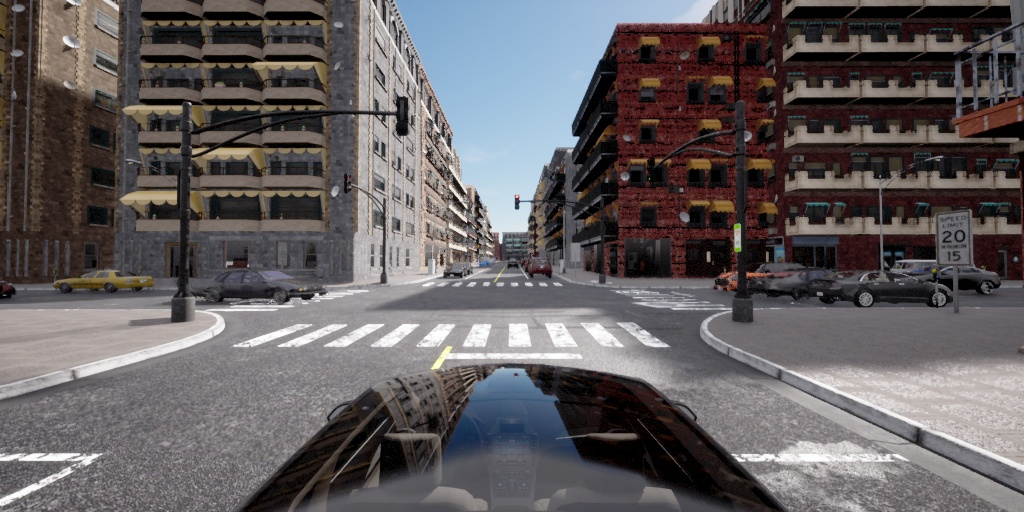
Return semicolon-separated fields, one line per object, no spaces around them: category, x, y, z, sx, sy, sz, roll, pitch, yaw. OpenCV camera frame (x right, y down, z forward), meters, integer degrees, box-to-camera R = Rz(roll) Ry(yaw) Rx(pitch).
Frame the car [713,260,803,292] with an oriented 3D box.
car;13.224;1.102;18.929;4.553;1.767;2.097;0;-1;1

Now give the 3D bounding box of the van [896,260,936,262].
van;24.926;1.115;21.305;3.998;1.789;1.690;0;0;0

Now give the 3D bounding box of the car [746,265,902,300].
car;13.532;1.234;15.945;5.357;1.411;2.033;0;-1;0

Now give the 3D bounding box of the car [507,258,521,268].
car;0.169;1.311;60.602;1.837;1.490;4.892;0;-2;0

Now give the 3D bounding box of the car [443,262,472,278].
car;-5.277;1.328;33.736;1.948;1.339;4.313;0;0;0

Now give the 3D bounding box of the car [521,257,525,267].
car;2.617;1.086;44.895;2.192;1.841;5.009;0;0;0

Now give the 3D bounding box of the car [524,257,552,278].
car;2.604;1.076;33.772;2.192;1.841;5.009;0;0;0

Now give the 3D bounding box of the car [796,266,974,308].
car;13.759;1.185;13.466;4.403;1.370;2.007;0;0;0

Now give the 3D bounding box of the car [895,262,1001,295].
car;22.419;1.220;18.865;4.902;1.511;2.128;0;-1;0

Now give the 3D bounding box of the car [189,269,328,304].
car;-11.116;1.300;15.789;5.357;1.411;2.033;0;-1;5

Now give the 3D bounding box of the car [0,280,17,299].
car;-25.289;1.364;16.084;4.181;1.385;1.994;0;-1;0

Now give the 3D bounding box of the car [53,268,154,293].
car;-24.420;1.436;21.481;4.829;1.417;1.751;0;0;0
